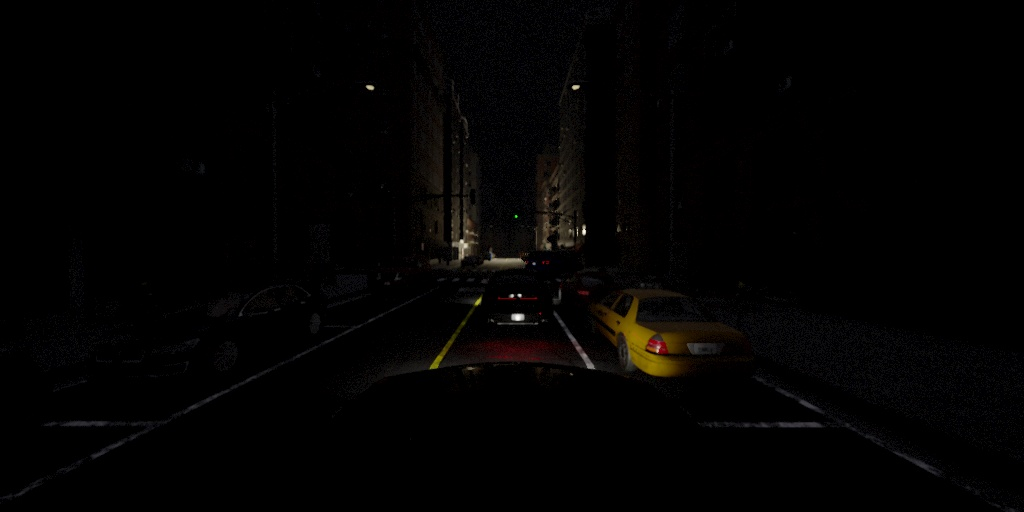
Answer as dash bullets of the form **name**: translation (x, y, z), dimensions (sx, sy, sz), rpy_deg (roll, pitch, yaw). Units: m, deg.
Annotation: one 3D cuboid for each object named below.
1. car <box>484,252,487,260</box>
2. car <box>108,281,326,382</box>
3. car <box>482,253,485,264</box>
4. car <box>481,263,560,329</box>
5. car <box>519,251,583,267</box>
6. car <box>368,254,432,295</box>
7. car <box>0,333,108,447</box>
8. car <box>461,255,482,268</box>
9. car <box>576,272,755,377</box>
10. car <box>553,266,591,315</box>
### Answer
- **car**: translation (-5.265, 0.517, 55.095), dimensions (1.751, 1.417, 4.829), rpy_deg (0, 0, 0)
- **car**: translation (-5.376, 1.225, 7.073), dimensions (2.007, 1.370, 4.403), rpy_deg (0, 0, 0)
- **car**: translation (-5.277, 0.615, 49.811), dimensions (1.888, 1.381, 4.507), rpy_deg (0, 0, 0)
- **car**: translation (0.124, 1.128, 10.721), dimensions (1.837, 1.490, 4.892), rpy_deg (0, 1, 0)
- **car**: translation (3.332, 0.627, 27.639), dimensions (2.150, 2.045, 5.566), rpy_deg (0, 0, 40)
- **car**: translation (-5.351, 0.836, 17.897), dimensions (2.192, 1.841, 5.009), rpy_deg (0, 0, 0)
- **car**: translation (-5.389, 1.301, 1.660), dimensions (2.007, 1.370, 4.403), rpy_deg (0, 0, 0)
- **car**: translation (-5.290, 0.698, 44.357), dimensions (2.007, 1.370, 4.403), rpy_deg (0, 0, 0)
- **car**: translation (2.649, 1.200, 7.215), dimensions (1.751, 1.417, 4.829), rpy_deg (0, 0, 0)
- **car**: translation (2.661, 1.180, 12.457), dimensions (1.802, 1.307, 4.207), rpy_deg (0, 0, 0)
